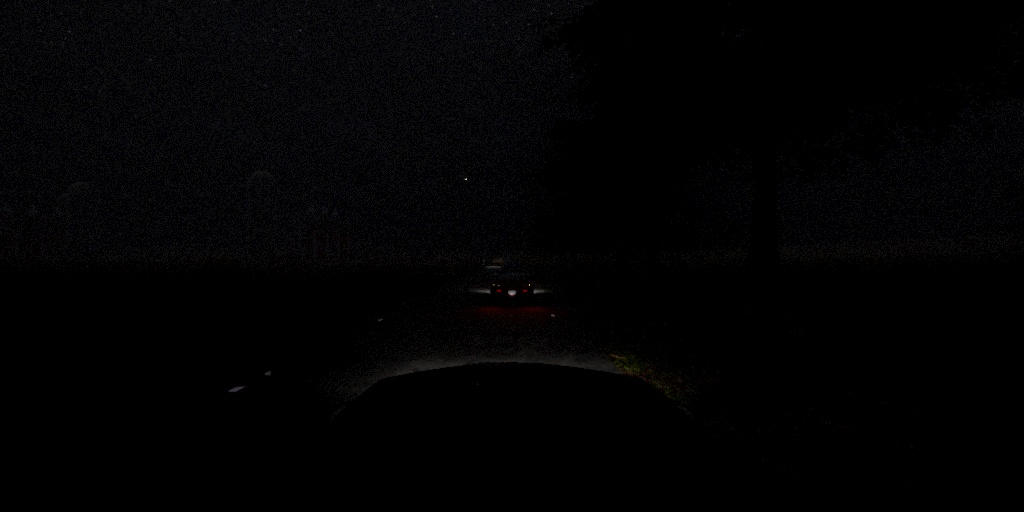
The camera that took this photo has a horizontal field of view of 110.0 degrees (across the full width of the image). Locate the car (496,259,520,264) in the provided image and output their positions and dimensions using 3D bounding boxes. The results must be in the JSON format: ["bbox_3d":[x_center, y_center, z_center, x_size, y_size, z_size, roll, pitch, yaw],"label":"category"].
[{"bbox_3d":[-0.001,1.256,31.506,2.128,1.511,4.902,0,0,0],"label":"car"}]

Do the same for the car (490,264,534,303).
[{"bbox_3d":[0.000,1.287,16.502,1.812,1.442,4.674,0,0,0],"label":"car"}]
